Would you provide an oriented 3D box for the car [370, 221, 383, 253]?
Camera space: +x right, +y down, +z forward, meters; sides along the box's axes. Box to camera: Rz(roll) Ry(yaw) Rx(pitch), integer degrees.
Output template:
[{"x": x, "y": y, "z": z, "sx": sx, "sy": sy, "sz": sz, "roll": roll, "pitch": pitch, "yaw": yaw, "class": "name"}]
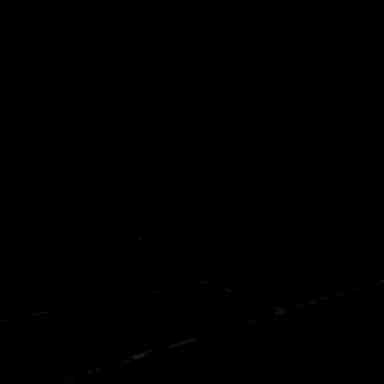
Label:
[{"x": 8.985, "y": 1.415, "z": 12.945, "sx": 5.009, "sy": 1.841, "sz": 2.192, "roll": 0, "pitch": 0, "yaw": -36, "class": "car"}]
